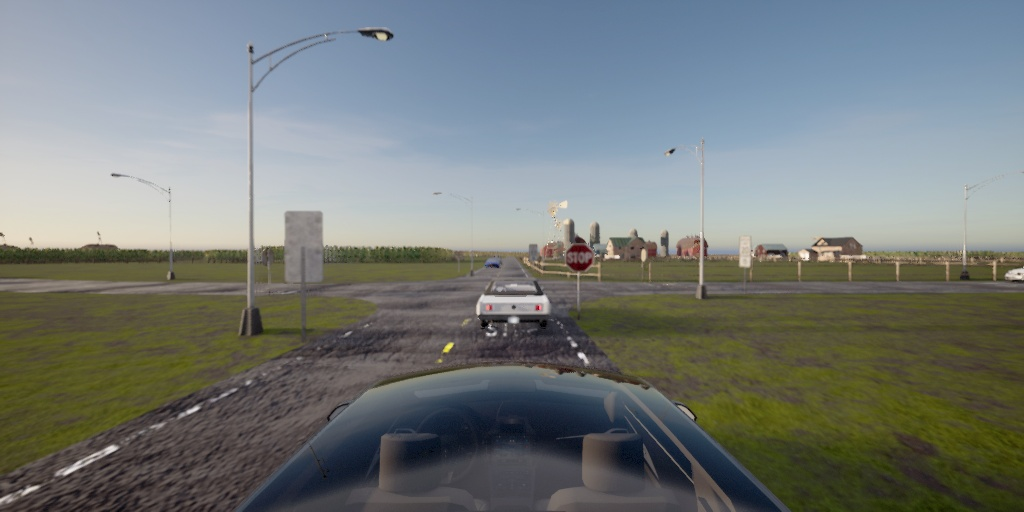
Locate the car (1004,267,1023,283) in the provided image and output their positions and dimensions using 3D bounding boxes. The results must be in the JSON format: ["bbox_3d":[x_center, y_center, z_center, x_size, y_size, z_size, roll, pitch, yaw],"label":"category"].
[{"bbox_3d":[36.108,1.136,23.966,4.674,1.442,1.812,0,1,-1],"label":"car"}]

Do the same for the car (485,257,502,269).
[{"bbox_3d":[-2.795,1.015,51.667,1.882,1.535,5.008,0,0,0],"label":"car"}]

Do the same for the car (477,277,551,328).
[{"bbox_3d":[0.062,1.310,11.175,1.895,1.301,4.718,0,0,0],"label":"car"}]
